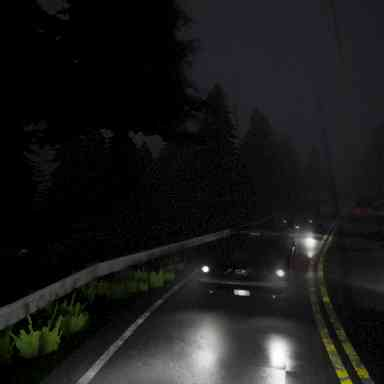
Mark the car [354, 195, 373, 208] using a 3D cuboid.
[{"bbox_3d":[20.771,1.057,40.192,2.128,1.511,4.902,-2,0,28],"label":"car"}]

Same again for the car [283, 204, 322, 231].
[{"bbox_3d":[6.767,1.459,20.098,2.033,1.411,5.357,-2,0,26],"label":"car"}]

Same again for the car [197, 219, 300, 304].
[{"bbox_3d":[1.628,1.599,8.437,1.895,1.301,4.718,-1,0,18],"label":"car"}]
